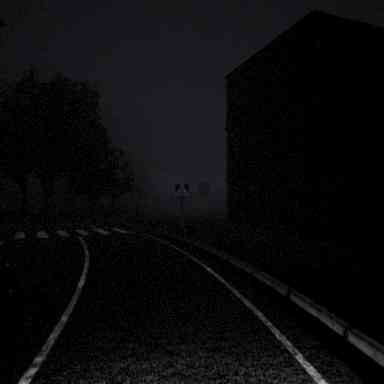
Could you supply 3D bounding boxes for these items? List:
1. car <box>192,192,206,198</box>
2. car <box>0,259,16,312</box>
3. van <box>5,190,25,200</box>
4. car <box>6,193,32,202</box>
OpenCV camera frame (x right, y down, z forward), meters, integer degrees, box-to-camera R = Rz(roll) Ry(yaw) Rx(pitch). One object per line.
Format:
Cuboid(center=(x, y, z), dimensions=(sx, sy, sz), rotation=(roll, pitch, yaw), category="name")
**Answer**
Cuboid(center=(0.810, 0.974, 95.425), dimensions=(4.792, 1.488, 2.163), rotation=(-3, 2, 11), category="car")
Cuboid(center=(-4.228, 1.593, 4.846), dimensions=(1.994, 1.385, 4.181), rotation=(0, 0, -9), category="car")
Cuboid(center=(-43.448, 1.250, 83.353), dimensions=(1.878, 1.987, 4.442), rotation=(4, 2, 30), category="van")
Cuboid(center=(-41.618, 1.658, 80.946), dimensions=(2.097, 1.535, 5.008), rotation=(4, 2, 30), category="car")
